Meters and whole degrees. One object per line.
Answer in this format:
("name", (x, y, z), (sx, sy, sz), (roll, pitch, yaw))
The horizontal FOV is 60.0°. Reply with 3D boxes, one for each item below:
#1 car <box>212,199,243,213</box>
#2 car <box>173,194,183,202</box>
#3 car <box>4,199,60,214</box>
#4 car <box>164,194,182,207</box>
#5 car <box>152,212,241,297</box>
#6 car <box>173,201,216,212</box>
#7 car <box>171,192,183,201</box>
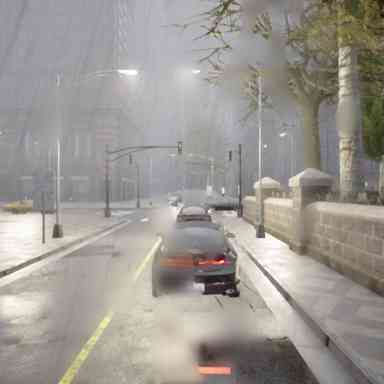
("car", (3.143, 1.496, 35.809), (4.902, 1.511, 2.128), (1, 0, -17))
("car", (-3.021, 1.282, 74.019), (2.128, 1.511, 4.902), (0, 0, 0))
("car", (-14.941, 1.394, 31.177), (4.829, 1.417, 1.752), (1, -1, 0))
("car", (-3.105, 1.419, 50.177), (2.128, 1.511, 4.902), (0, 0, 0))
("car", (0.096, 1.504, 8.528), (1.837, 1.490, 4.892), (0, 0, 0))
("car", (0.095, 1.475, 18.849), (1.882, 1.535, 5.008), (0, 0, 0))
("car", (-3.061, 1.059, 62.759), (2.150, 2.045, 5.566), (0, 1, 1))
